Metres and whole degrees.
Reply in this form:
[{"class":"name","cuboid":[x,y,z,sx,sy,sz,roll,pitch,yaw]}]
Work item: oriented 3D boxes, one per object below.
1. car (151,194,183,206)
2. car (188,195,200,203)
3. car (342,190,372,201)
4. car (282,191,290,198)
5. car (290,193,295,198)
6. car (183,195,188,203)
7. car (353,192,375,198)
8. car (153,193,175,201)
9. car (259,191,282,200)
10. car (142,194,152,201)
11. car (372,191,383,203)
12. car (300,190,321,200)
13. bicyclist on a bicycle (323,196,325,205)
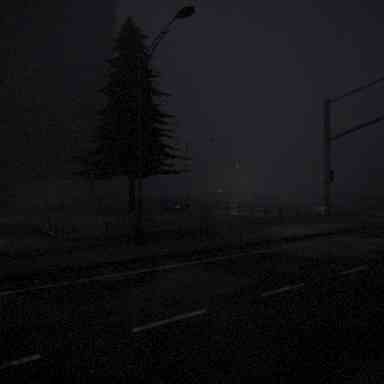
[{"class":"car","cuboid":[-3.662,1.331,48.149,1.994,1.385,4.181,-1,0,-36]},{"class":"car","cuboid":[-0.282,1.231,61.691,1.994,1.385,4.181,-1,0,-35]},{"class":"car","cuboid":[36.347,0.477,73.332,1.932,1.855,4.605,-1,0,-36]},{"class":"car","cuboid":[20.934,0.765,80.785,1.784,1.438,3.905,-1,0,-36]},{"class":"car","cuboid":[23.089,0.529,82.382,1.932,1.855,4.605,-1,0,-36]},{"class":"car","cuboid":[-3.151,1.264,59.696,1.994,1.385,4.181,-1,0,-36]},{"class":"car","cuboid":[38.745,0.661,74.961,1.784,1.438,3.905,-1,0,-36]},{"class":"car","cuboid":[-5.836,1.034,69.336,2.033,1.411,5.357,-1,0,-36]},{"class":"car","cuboid":[18.576,0.824,79.107,1.970,1.475,3.806,-1,0,-36]},{"class":"car","cuboid":[-8.679,1.181,67.297,1.882,1.535,5.008,-1,0,-36]},{"class":"car","cuboid":[28.173,0.689,46.026,1.932,1.855,4.605,-1,0,-36]},{"class":"car","cuboid":[22.637,0.878,63.459,1.970,1.475,3.806,-1,0,-36]},{"class":"bicyclist on a bicycle","cuboid":[17.572,0.933,43.368,1.656,1.620,0.582,-1,0,-36]}]
